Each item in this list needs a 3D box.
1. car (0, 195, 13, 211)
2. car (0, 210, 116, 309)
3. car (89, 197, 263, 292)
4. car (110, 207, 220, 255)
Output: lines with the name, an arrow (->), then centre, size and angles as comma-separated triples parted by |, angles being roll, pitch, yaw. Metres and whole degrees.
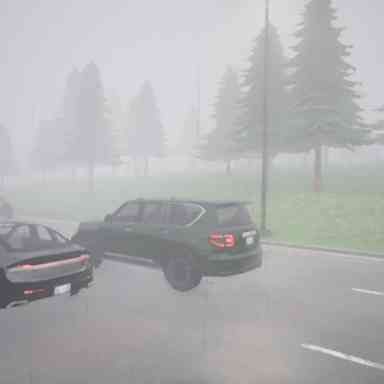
car -> -14.534, 0.954, 23.334 | 4.553, 1.767, 2.097 | 1, 1, 36
car -> -4.126, 1.377, 7.028 | 4.902, 1.511, 2.128 | 1, 1, 36
car -> -0.875, 1.135, 8.982 | 5.566, 2.045, 2.150 | 1, 1, 36
car -> -1.166, 1.436, 13.536 | 4.181, 1.385, 1.994 | 1, 1, 36
